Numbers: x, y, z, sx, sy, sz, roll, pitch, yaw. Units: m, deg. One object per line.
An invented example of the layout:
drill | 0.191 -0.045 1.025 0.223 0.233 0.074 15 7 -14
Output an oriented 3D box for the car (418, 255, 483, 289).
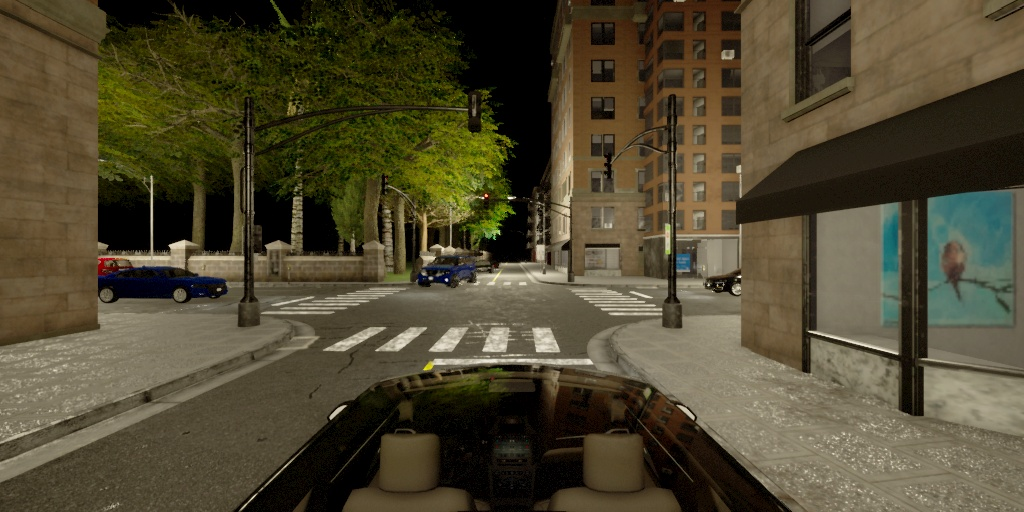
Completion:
car | -4.051 0.966 23.649 2.150 2.045 5.566 0 0 15

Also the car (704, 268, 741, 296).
car | 12.689 1.271 18.705 4.892 1.490 1.837 0 0 1

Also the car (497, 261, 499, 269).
car | -3.019 1.255 53.605 1.994 1.385 4.181 0 0 0

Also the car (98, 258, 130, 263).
car | -25.923 1.035 21.800 5.009 1.841 2.192 0 0 1

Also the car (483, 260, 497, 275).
car | -3.048 1.196 39.702 1.882 1.535 5.008 0 0 0

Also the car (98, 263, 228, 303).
car | -15.472 1.212 15.883 5.008 1.535 1.882 0 0 0
